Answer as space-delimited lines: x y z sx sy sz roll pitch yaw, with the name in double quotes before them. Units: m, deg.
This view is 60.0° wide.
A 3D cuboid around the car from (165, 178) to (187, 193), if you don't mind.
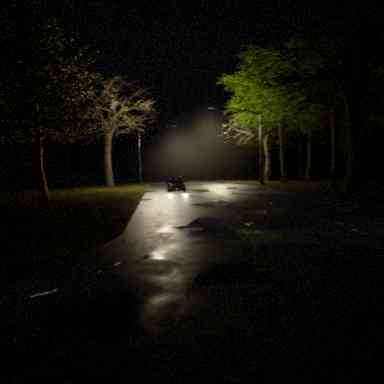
"car" -1.689 -0.697 34.565 1.837 1.490 4.892 -2 4 -6
